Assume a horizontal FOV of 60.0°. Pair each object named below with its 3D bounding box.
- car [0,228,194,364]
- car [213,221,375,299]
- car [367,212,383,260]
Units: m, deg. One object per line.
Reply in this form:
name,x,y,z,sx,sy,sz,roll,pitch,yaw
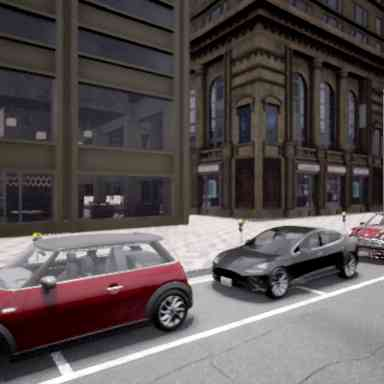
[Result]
car,-2.045,1.439,5.186,4.097,1.590,1.967,0,0,-36
car,2.514,1.557,8.440,4.313,1.339,1.947,0,0,-36
car,7.074,1.424,11.694,4.097,1.590,1.967,0,0,-36
